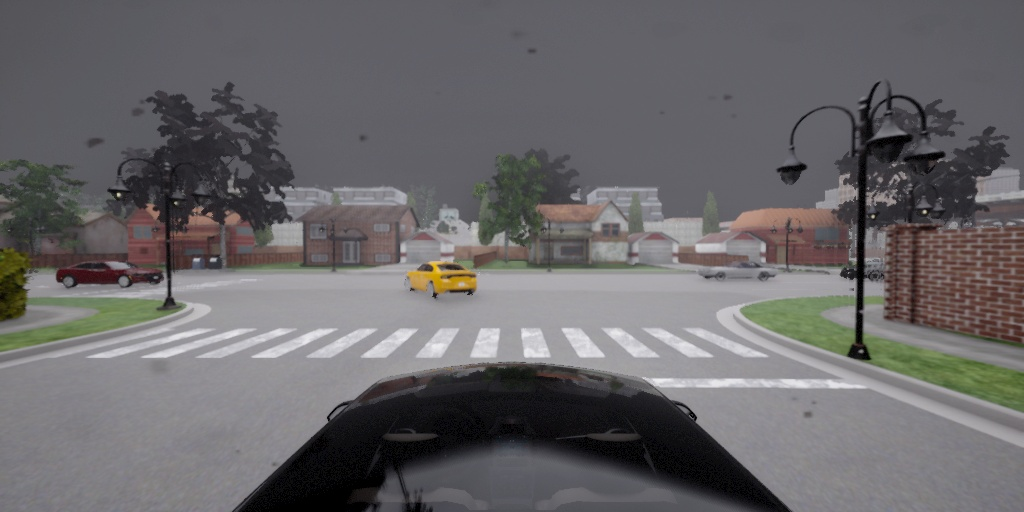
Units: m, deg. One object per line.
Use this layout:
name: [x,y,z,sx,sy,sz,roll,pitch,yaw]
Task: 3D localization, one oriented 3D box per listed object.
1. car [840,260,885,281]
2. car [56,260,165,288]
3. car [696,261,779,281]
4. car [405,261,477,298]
car: [25.461,0.979,24.844,4.181,1.385,1.994,0,1,1]
car: [-23.242,0.983,20.876,5.008,1.535,1.882,0,1,0]
car: [15.458,1.017,24.815,4.718,1.301,1.895,0,1,0]
car: [-3.465,0.995,16.861,1.882,1.535,5.008,0,1,-34]
